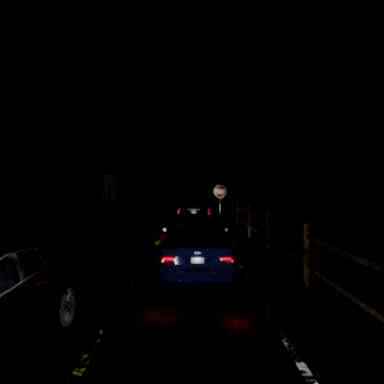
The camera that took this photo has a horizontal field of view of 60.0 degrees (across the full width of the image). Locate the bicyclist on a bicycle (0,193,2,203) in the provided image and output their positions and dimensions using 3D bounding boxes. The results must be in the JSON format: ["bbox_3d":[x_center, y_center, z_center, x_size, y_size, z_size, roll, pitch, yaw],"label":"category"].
[{"bbox_3d":[-22.484,0.509,38.436,0.582,1.620,1.656,1,1,1],"label":"bicyclist on a bicycle"}]

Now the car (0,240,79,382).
[{"bbox_3d":[-2.846,1.427,3.828,2.128,1.511,4.902,0,1,0],"label":"car"}]

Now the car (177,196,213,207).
[{"bbox_3d":[0.155,1.033,19.557,2.097,1.767,4.553,0,1,2],"label":"car"}]

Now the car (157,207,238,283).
[{"bbox_3d":[0.102,1.395,9.274,2.033,1.411,5.357,0,1,0],"label":"car"}]
